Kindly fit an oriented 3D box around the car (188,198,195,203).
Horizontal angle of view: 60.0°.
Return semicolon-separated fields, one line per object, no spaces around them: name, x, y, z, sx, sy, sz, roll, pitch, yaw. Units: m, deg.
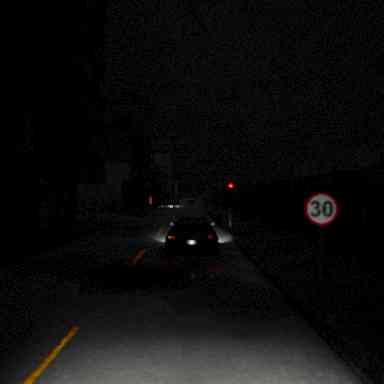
car;-0.053;2.352;94.146;1.882;1.535;5.008;0;-1;0

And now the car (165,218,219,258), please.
car;0.011;1.715;13.420;1.994;1.385;4.181;0;-1;1

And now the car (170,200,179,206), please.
car;-4.039;2.442;76.419;1.895;1.301;4.718;0;-1;0

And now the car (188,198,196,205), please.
car;-0.045;2.444;83.725;2.128;1.511;4.902;0;-1;0
